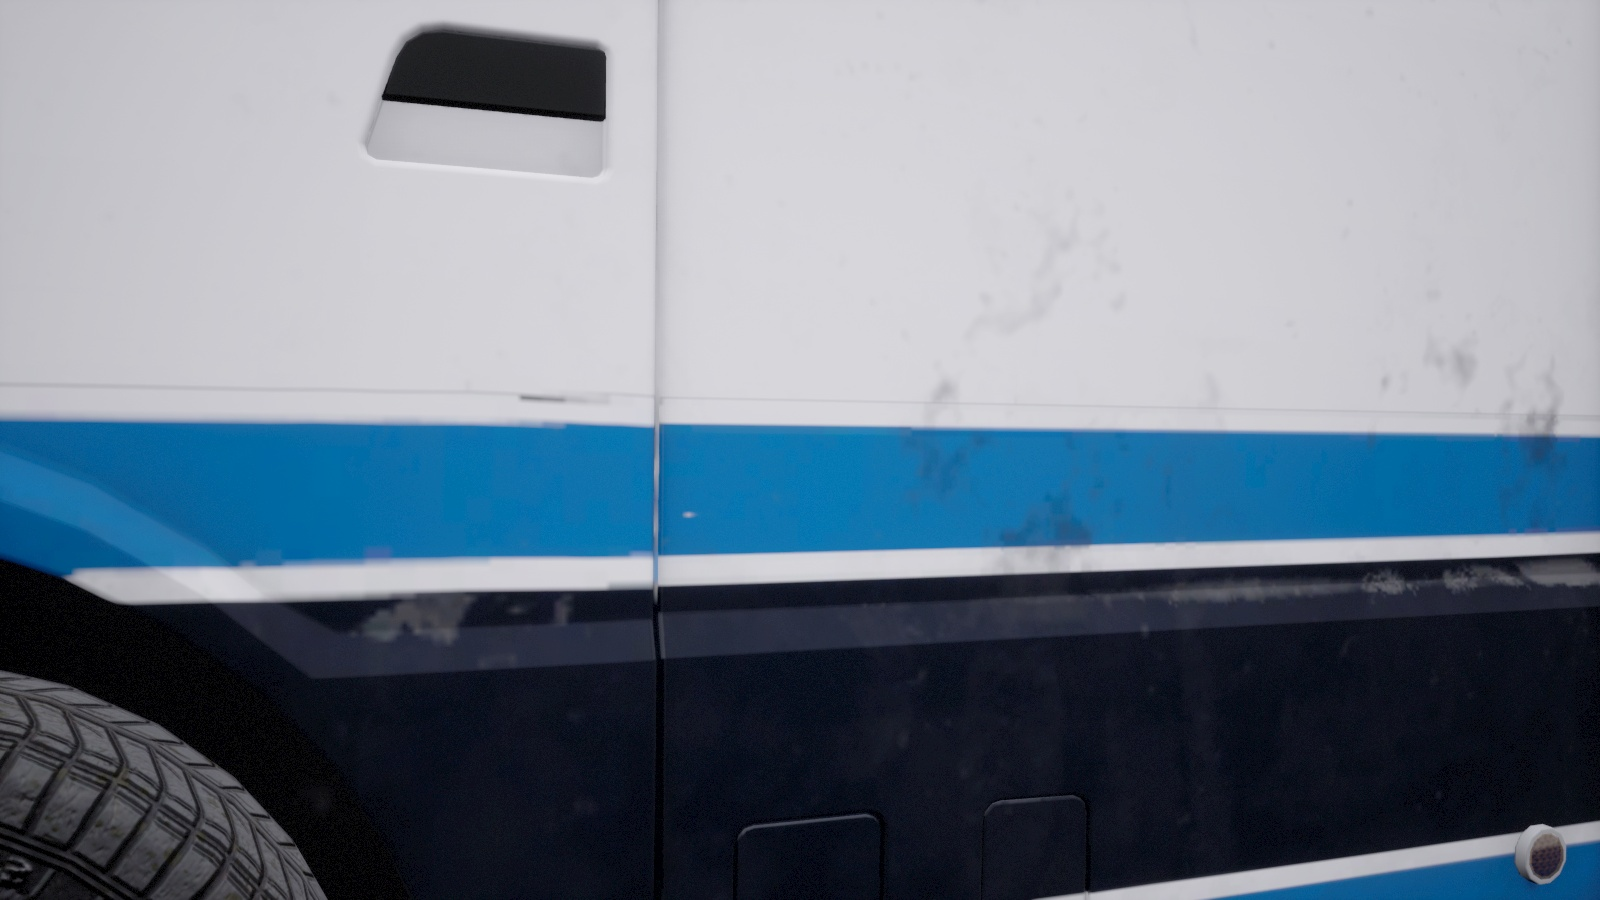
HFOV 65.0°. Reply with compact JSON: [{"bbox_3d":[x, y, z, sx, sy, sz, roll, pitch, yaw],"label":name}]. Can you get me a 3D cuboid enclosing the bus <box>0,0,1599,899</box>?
[{"bbox_3d":[1.219,-0.652,3.684,10.273,4.253,3.944,-1,1,-21],"label":"bus"}]
